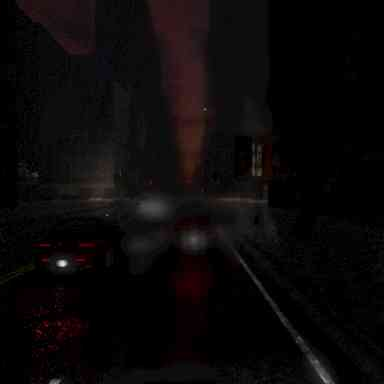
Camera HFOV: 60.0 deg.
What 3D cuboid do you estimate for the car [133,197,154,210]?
[{"bbox_3d":[-6.579,1.535,45.928,2.128,1.511,4.902,0,0,0],"label":"car"}]

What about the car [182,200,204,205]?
[{"bbox_3d":[0.092,1.511,31.263,1.882,1.535,5.008,0,0,0],"label":"car"}]

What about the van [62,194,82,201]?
[{"bbox_3d":[-30.539,1.349,83.334,3.998,1.788,1.690,0,0,0],"label":"van"}]

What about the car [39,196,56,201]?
[{"bbox_3d":[-36.189,1.560,83.341,4.206,1.307,1.802,0,0,0],"label":"car"}]

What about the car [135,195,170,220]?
[{"bbox_3d":[-3.161,1.252,28.748,2.150,2.045,5.566,0,0,0],"label":"car"}]

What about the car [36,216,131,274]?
[{"bbox_3d":[-3.179,1.517,10.593,1.837,1.490,4.892,0,0,0],"label":"car"}]

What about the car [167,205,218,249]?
[{"bbox_3d":[0.087,1.523,14.653,1.837,1.490,4.892,0,0,0],"label":"car"}]

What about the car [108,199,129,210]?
[{"bbox_3d":[-9.834,1.643,44.526,1.895,1.301,4.718,0,0,0],"label":"car"}]
